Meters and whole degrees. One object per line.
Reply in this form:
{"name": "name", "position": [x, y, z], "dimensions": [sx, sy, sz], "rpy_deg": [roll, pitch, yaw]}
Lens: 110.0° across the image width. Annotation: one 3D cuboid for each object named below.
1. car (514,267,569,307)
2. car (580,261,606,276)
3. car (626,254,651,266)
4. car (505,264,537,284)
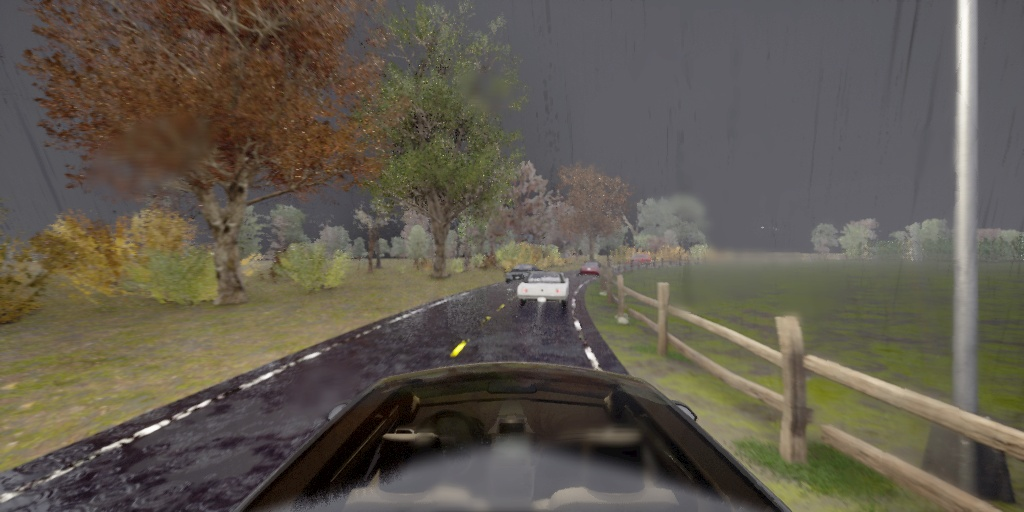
{"name": "car", "position": [1.498, 1.328, 15.519], "dimensions": [1.895, 1.301, 4.718], "rpy_deg": [0, 0, 10]}
{"name": "car", "position": [8.374, 1.232, 36.837], "dimensions": [1.994, 1.385, 4.181], "rpy_deg": [0, 0, 25]}
{"name": "car", "position": [21.677, 0.657, 61.246], "dimensions": [2.150, 2.045, 5.566], "rpy_deg": [1, 1, 44]}
{"name": "car", "position": [0.932, 1.249, 25.621], "dimensions": [1.994, 1.385, 4.181], "rpy_deg": [0, 0, 17]}
